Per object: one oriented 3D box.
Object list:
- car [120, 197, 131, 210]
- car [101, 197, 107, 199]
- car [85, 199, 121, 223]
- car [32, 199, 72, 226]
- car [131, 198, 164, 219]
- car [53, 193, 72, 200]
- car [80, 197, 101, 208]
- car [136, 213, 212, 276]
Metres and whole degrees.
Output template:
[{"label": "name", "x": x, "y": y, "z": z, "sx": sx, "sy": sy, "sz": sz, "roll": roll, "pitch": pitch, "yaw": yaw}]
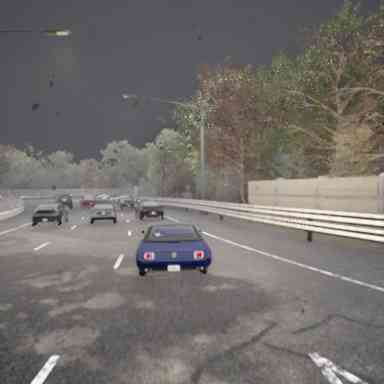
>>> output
[{"label": "car", "x": -8.320, "y": 1.422, "z": 41.482, "sx": 1.837, "sy": 1.490, "sz": 4.892, "roll": -1, "pitch": 0, "yaw": -21}, {"label": "car", "x": -15.101, "y": 1.536, "z": 55.380, "sx": 1.895, "sy": 1.301, "sz": 4.718, "roll": -1, "pitch": 0, "yaw": -29}, {"label": "car", "x": -6.654, "y": 1.517, "z": 25.174, "sx": 2.033, "sy": 1.411, "sz": 5.357, "roll": -1, "pitch": 0, "yaw": -14}, {"label": "car", "x": -9.924, "y": 1.518, "z": 23.574, "sx": 1.837, "sy": 1.490, "sz": 4.892, "roll": -1, "pitch": 0, "yaw": -13}, {"label": "car", "x": -3.582, "y": 1.403, "z": 27.322, "sx": 1.882, "sy": 1.535, "sz": 5.008, "roll": -1, "pitch": 1, "yaw": -16}, {"label": "car", "x": -17.969, "y": 1.228, "z": 46.220, "sx": 2.150, "sy": 2.045, "sz": 5.566, "roll": -1, "pitch": 0, "yaw": -26}, {"label": "car", "x": -14.948, "y": 1.443, "z": 47.930, "sx": 1.882, "sy": 1.535, "sz": 5.008, "roll": -1, "pitch": 0, "yaw": -26}, {"label": "car", "x": -0.627, "y": 1.567, "z": 10.334, "sx": 1.895, "sy": 1.301, "sz": 4.718, "roll": -1, "pitch": 0, "yaw": -5}]
